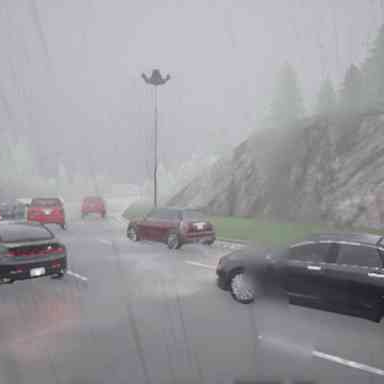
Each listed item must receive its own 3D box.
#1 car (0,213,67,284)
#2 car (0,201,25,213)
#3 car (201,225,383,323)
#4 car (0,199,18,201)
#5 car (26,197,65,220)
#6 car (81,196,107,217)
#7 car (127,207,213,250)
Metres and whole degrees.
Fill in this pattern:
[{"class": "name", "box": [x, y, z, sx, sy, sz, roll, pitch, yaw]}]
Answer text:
[{"class": "car", "box": [-5.129, 1.556, 9.267, 1.837, 1.490, 4.892, 0, 0, -43]}, {"class": "car", "box": [-15.834, 1.752, 28.730, 1.895, 1.301, 4.718, 0, 0, -15]}, {"class": "car", "box": [2.757, 1.571, 6.622, 4.892, 1.490, 1.837, 0, 0, 38]}, {"class": "car", "box": [-21.669, 1.560, 39.664, 2.097, 1.767, 4.553, 0, 0, -9]}, {"class": "car", "box": [-9.834, 1.351, 22.349, 2.150, 2.045, 5.566, 0, 0, -26]}, {"class": "car", "box": [-9.882, 1.438, 33.687, 2.150, 2.045, 5.566, 0, 0, -12]}, {"class": "car", "box": [-1.075, 1.467, 15.226, 2.097, 1.767, 4.553, 1, -1, -41]}]
